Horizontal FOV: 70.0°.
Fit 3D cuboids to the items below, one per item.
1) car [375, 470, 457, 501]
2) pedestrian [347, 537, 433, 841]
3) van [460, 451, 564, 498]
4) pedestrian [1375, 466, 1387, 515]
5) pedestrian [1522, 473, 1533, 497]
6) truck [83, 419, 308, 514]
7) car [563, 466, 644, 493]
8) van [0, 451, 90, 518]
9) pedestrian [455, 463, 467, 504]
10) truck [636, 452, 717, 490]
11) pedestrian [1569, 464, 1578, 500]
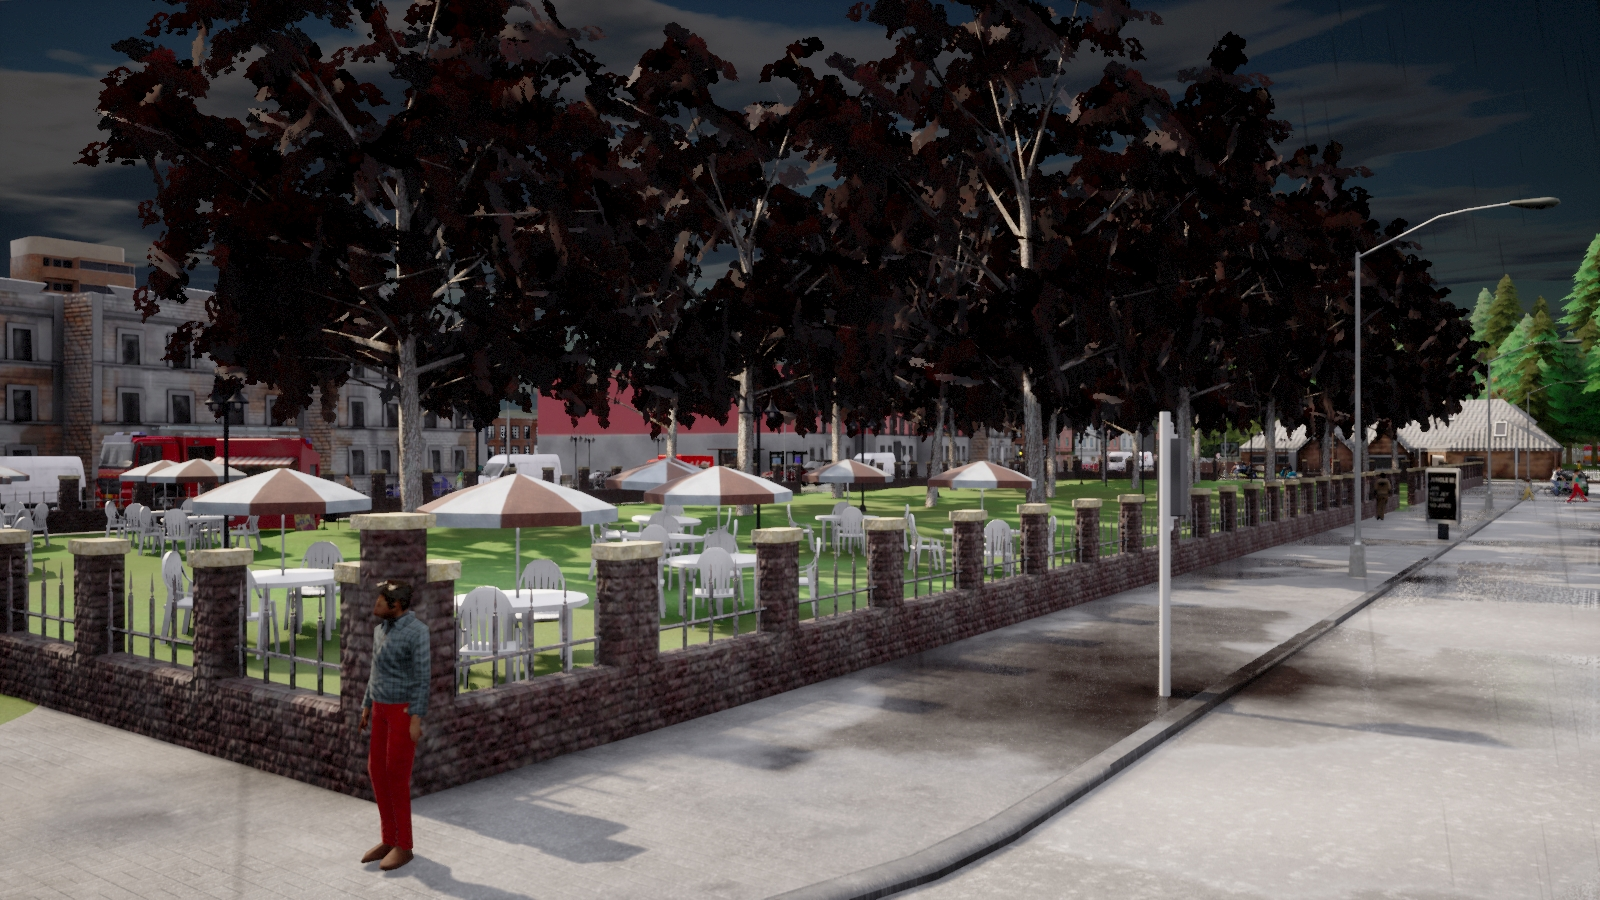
[{"bbox_3d":[-20.045,1.818,59.739,1.845,1.501,3.633,0,0,35],"label":"car"},{"bbox_3d":[-2.655,1.517,7.406,0.375,1.860,0.375,0,0,36],"label":"pedestrian"},{"bbox_3d":[-16.329,1.314,65.083,1.988,2.561,5.915,0,0,35],"label":"van"},{"bbox_3d":[21.985,1.525,43.218,0.375,1.860,0.375,0,0,35],"label":"pedestrian"},{"bbox_3d":[39.372,1.908,61.863,0.375,1.300,0.375,0,0,-33],"label":"pedestrian"},{"bbox_3d":[-26.598,0.670,50.778,2.891,3.827,8.468,0,0,35],"label":"truck"},{"bbox_3d":[-12.166,1.814,71.050,2.097,1.535,5.006,0,0,35],"label":"car"},{"bbox_3d":[-31.021,1.314,44.007,1.988,2.561,5.915,0,0,35],"label":"van"},{"bbox_3d":[-15.481,1.523,52.199,0.375,1.860,0.375,0,0,34],"label":"pedestrian"},{"bbox_3d":[-8.233,1.348,76.671,2.627,2.467,5.204,0,0,35],"label":"truck"},{"bbox_3d":[39.463,1.628,58.305,0.375,1.860,0.375,0,0,32],"label":"pedestrian"}]
